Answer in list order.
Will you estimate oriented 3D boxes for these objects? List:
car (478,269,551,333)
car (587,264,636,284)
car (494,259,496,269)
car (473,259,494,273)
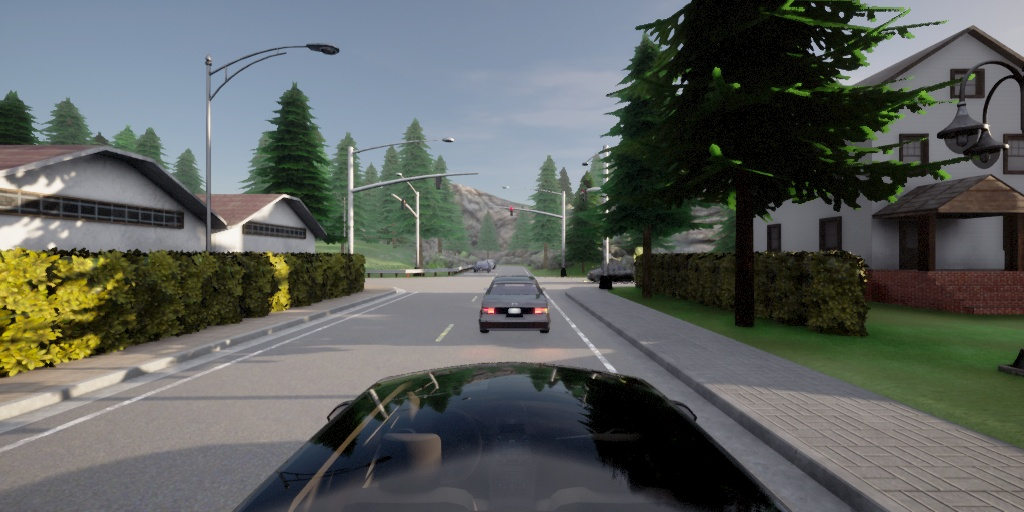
[{"bbox_3d":[0.075,1.297,10.692,2.033,1.411,5.357,0,0,0],"label":"car"},{"bbox_3d":[7.592,1.298,26.122,4.181,1.385,1.994,0,0,0],"label":"car"},{"bbox_3d":[-3.568,1.276,53.627,1.812,1.442,4.674,0,0,0],"label":"car"},{"bbox_3d":[-3.573,1.276,43.609,1.812,1.442,4.674,0,0,0],"label":"car"}]
